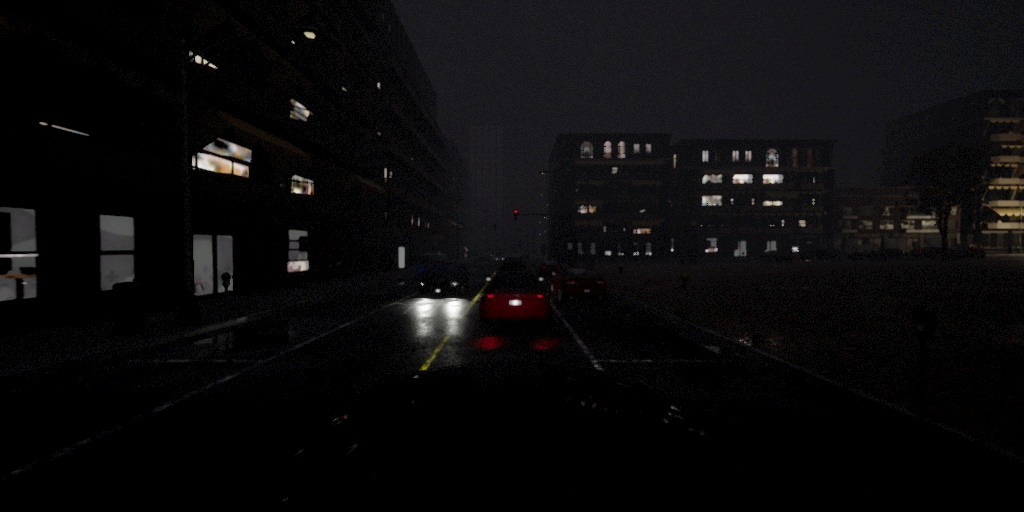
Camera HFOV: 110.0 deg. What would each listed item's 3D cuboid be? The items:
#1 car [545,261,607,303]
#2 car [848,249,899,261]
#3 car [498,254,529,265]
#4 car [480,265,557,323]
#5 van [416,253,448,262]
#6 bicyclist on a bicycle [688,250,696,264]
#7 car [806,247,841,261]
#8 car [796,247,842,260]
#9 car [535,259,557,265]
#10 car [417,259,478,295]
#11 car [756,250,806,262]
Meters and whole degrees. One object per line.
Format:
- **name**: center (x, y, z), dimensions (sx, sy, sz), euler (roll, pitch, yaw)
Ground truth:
- **car**: center (2.680, 1.074, 15.048), dimensions (1.888, 1.381, 4.507), euler (0, 0, 0)
- **car**: center (43.587, -0.058, 43.716), dimensions (4.403, 1.370, 2.007), euler (0, 0, -1)
- **car**: center (0.081, 0.829, 27.578), dimensions (1.837, 1.490, 4.892), euler (0, 1, 0)
- **car**: center (0.089, 1.154, 11.352), dimensions (1.994, 1.385, 4.181), euler (0, 1, 0)
- **van**: center (-5.708, 0.690, 26.094), dimensions (1.690, 1.789, 3.998), euler (0, 0, 0)
- **bicyclist on a bicycle**: center (20.220, 0.137, 40.409), dimensions (0.582, 1.620, 1.656), euler (-1, 1, -1)
- **car**: center (39.671, -0.103, 46.331), dimensions (4.892, 1.490, 1.837), euler (-1, 1, -1)
- **car**: center (42.226, -0.375, 49.414), dimensions (4.553, 1.767, 2.097), euler (-1, 1, 0)
- **car**: center (2.673, 0.894, 26.098), dimensions (1.888, 1.381, 4.507), euler (0, 0, 0)
- **car**: center (-3.109, 1.033, 17.700), dimensions (2.033, 1.411, 5.357), euler (0, 1, 0)
- **car**: center (32.450, 0.119, 43.555), dimensions (4.403, 1.370, 2.007), euler (0, 0, -1)
